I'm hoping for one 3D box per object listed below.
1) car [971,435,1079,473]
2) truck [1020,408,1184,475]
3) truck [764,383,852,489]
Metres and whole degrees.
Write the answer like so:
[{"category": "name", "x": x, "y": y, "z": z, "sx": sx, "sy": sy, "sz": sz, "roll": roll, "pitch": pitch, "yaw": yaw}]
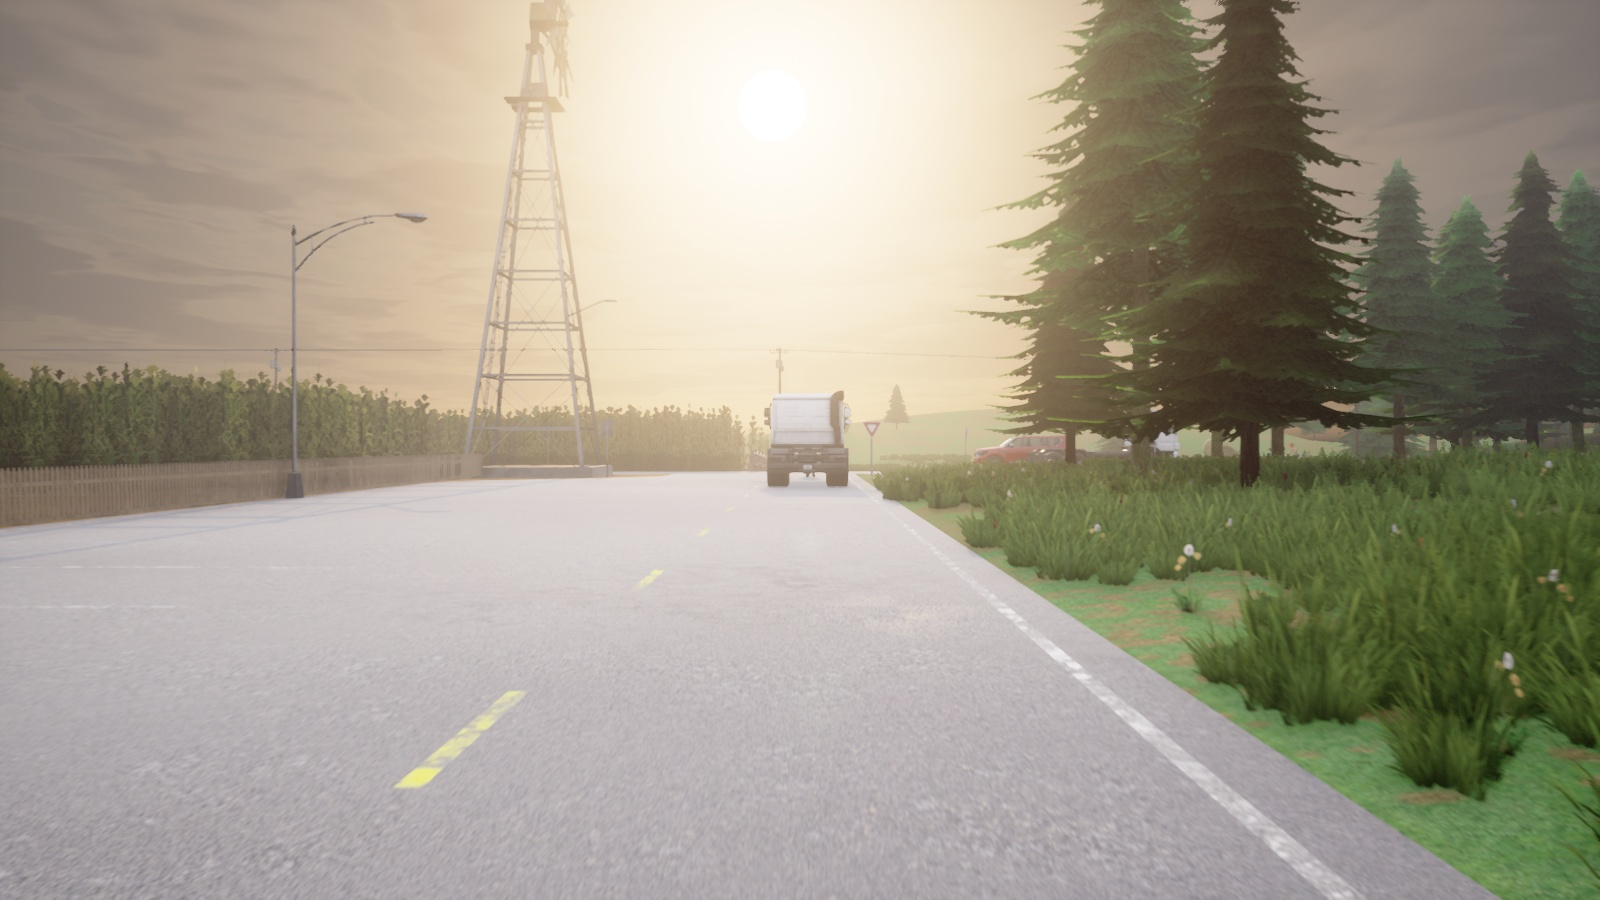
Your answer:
[{"category": "car", "x": 12.427, "y": 0.223, "z": 69.657, "sx": 5.566, "sy": 2.045, "sz": 2.150, "roll": 0, "pitch": 0, "yaw": 0}, {"category": "truck", "x": 15.903, "y": -0.458, "z": 66.515, "sx": 7.936, "sy": 3.462, "sz": 2.891, "roll": 0, "pitch": 0, "yaw": -2}, {"category": "truck", "x": 0.274, "y": -0.490, "z": 45.308, "sx": 2.891, "sy": 3.462, "sz": 7.936, "roll": 0, "pitch": 0, "yaw": 0}]
